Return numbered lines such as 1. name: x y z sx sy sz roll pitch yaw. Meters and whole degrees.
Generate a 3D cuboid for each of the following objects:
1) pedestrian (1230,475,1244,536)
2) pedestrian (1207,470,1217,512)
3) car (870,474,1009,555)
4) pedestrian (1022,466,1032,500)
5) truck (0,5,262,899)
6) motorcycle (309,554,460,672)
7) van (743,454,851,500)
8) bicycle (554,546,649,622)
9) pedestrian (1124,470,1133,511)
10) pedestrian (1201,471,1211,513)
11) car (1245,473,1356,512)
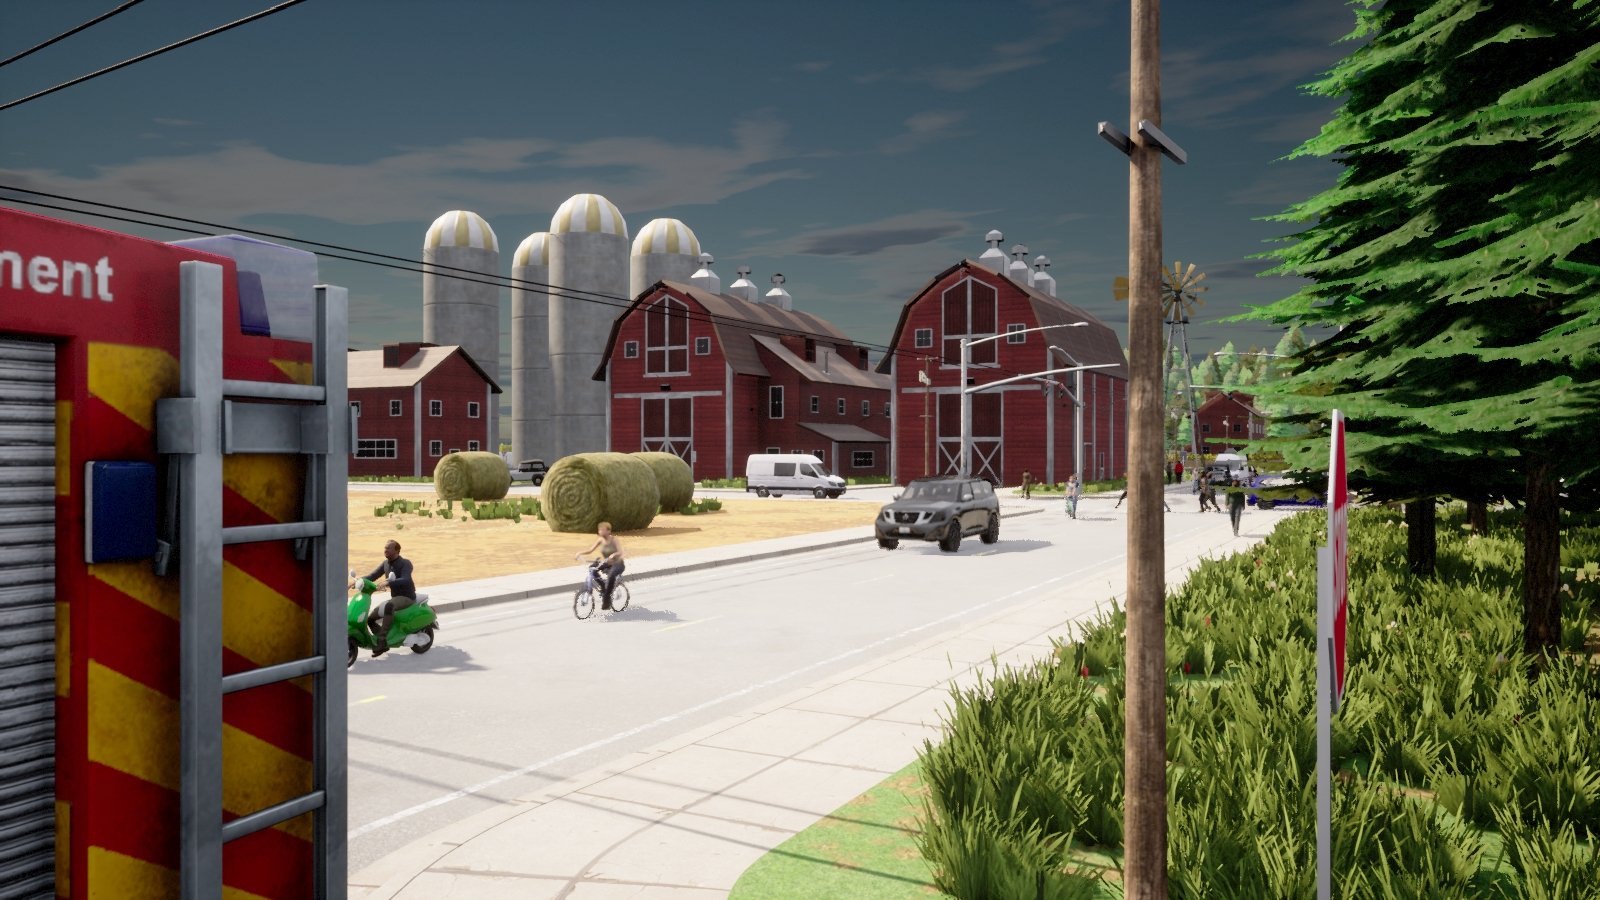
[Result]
1. pedestrian: 13.447 1.696 35.185 0.375 1.860 0.375 0 0 18
2. pedestrian: 18.535 1.842 51.417 0.375 1.860 0.375 0 0 26
3. car: 4.189 1.779 33.409 2.150 2.045 5.566 0 0 28
4. pedestrian: 12.585 1.822 63.341 0.375 1.860 0.375 0 0 34
5. truck: -6.085 0.866 3.639 8.468 3.827 2.891 0 0 22
6. motorcycle: -5.557 2.142 15.380 0.856 1.316 1.805 0 0 28
7. van: -0.188 1.504 65.713 5.915 2.561 1.988 0 0 27
8. bicycle: -3.367 2.256 19.470 0.859 1.080 1.487 0 0 28
9. pedestrian: 15.077 1.844 52.460 0.375 1.860 0.375 0 0 24
10. pedestrian: 18.036 1.848 50.714 0.375 1.860 0.375 0 0 28
11. car: 23.458 1.949 53.532 4.611 1.667 2.242 0 0 27
